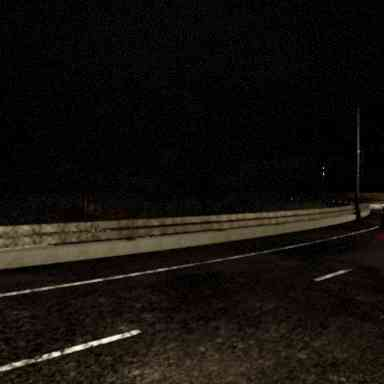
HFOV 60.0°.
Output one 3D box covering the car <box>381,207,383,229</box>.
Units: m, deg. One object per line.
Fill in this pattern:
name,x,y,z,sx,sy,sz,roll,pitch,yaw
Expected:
car,14.276,1.430,22.134,2.150,2.045,5.566,0,0,42
